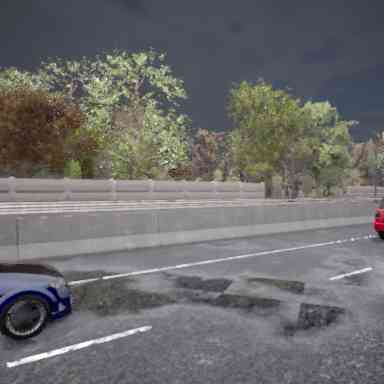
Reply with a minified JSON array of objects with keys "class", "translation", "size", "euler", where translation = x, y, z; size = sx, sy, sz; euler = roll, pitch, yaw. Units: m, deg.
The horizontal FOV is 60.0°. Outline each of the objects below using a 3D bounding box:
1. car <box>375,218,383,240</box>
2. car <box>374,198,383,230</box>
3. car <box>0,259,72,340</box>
[{"class":"car","translation":[7.119,1.476,8.823],"size":[5.008,1.535,1.882],"euler":[0,0,-36]},{"class":"car","translation":[10.848,1.220,15.787],"size":[5.566,2.045,2.150],"euler":[0,0,-35]},{"class":"car","translation":[-4.101,1.564,5.121],"size":[4.181,1.385,1.994],"euler":[0,0,-35]}]
